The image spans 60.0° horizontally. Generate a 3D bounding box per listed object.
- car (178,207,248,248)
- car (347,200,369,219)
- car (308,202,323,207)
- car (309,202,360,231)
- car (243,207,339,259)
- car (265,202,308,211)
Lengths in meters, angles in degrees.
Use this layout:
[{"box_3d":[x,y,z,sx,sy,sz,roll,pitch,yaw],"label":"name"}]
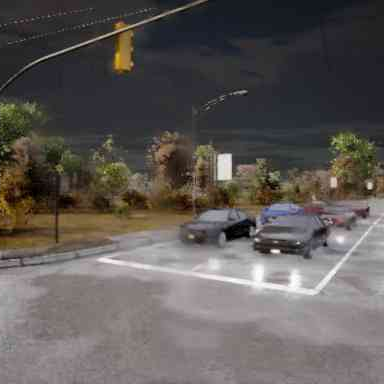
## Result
[{"box_3d":[1.295,1.486,15.175,1.882,1.535,5.008,0,0,32],"label":"car"},{"box_3d":[14.640,1.483,29.753,1.882,1.535,5.008,0,0,32],"label":"car"},{"box_3d":[11.737,1.610,31.714,1.895,1.301,4.718,0,0,32],"label":"car"},{"box_3d":[9.054,1.569,20.907,1.994,1.385,4.181,0,0,33],"label":"car"},{"box_3d":[4.141,1.552,13.125,2.033,1.411,5.357,0,0,32],"label":"car"},{"box_3d":[6.339,1.486,23.171,1.882,1.535,5.008,0,0,32],"label":"car"}]
